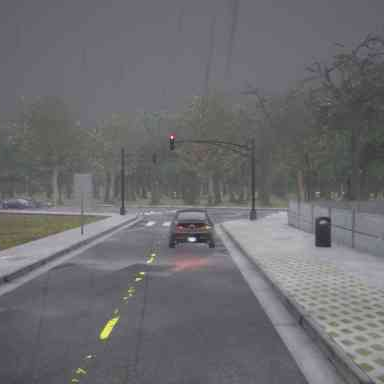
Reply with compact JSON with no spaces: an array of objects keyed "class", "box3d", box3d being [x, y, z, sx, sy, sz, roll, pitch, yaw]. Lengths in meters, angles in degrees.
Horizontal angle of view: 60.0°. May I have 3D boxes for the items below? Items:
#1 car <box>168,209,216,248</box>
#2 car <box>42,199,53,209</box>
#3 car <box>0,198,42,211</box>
[{"class":"car","box3d":[0.001,1.508,14.736,1.837,1.490,4.892,0,0,0]},{"class":"car","box3d":[-20.803,1.516,44.525,4.902,1.511,2.128,0,0,23]},{"class":"car","box3d":[-21.306,1.538,41.202,4.674,1.442,1.812,0,0,23]}]
